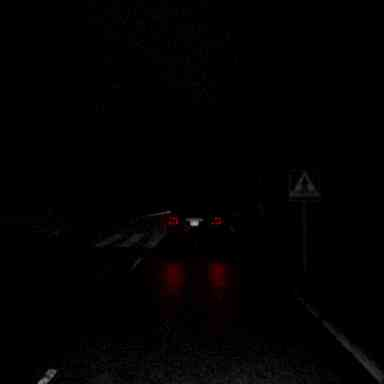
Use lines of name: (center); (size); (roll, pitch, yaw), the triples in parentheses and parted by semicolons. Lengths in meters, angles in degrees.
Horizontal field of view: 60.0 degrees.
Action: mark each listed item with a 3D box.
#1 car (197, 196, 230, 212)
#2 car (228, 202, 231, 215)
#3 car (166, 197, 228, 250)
car: (2.736, 1.380, 40.717); (2.097, 1.767, 4.553); (0, 0, 32)
car: (2.283, 1.352, 30.686); (2.097, 1.767, 4.553); (0, 0, 16)
car: (0.129, 1.216, 14.543); (2.150, 2.045, 5.566); (0, 0, 1)
